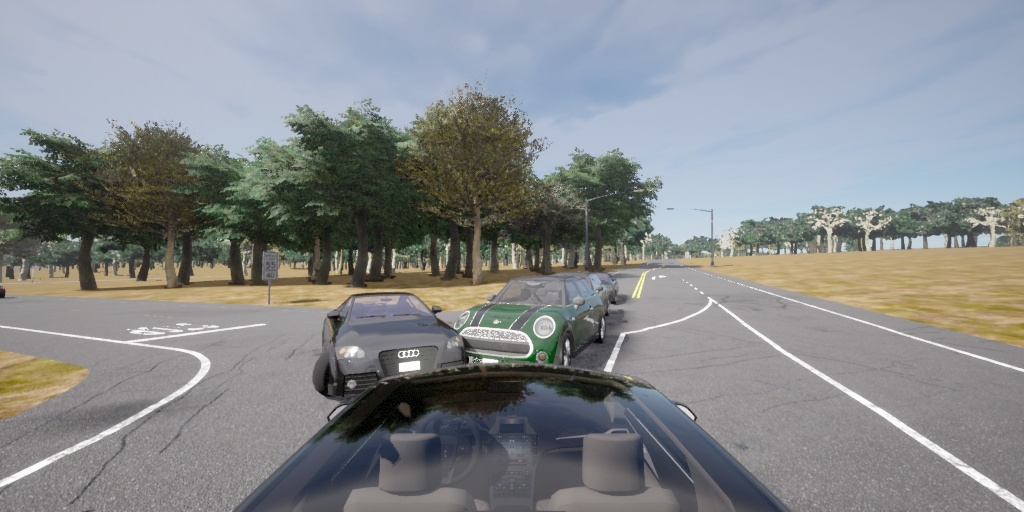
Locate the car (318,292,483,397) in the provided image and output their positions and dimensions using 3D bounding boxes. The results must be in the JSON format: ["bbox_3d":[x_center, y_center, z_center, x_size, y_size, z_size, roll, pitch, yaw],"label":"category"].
[{"bbox_3d":[-2.354,1.376,6.616,1.994,1.385,4.181,1,-2,-29],"label":"car"}]

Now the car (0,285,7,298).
[{"bbox_3d":[-40.860,2.561,27.378,4.181,1.385,1.994,-2,-3,22],"label":"car"}]

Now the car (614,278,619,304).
[{"bbox_3d":[4.217,1.509,17.861,1.994,1.385,4.181,-1,0,19],"label":"car"}]

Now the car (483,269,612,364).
[{"bbox_3d":[0.617,1.218,7.821,2.097,1.767,4.553,-1,-2,26],"label":"car"}]

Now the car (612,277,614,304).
[{"bbox_3d":[2.024,1.344,12.134,2.097,1.767,4.553,-1,-1,21],"label":"car"}]
